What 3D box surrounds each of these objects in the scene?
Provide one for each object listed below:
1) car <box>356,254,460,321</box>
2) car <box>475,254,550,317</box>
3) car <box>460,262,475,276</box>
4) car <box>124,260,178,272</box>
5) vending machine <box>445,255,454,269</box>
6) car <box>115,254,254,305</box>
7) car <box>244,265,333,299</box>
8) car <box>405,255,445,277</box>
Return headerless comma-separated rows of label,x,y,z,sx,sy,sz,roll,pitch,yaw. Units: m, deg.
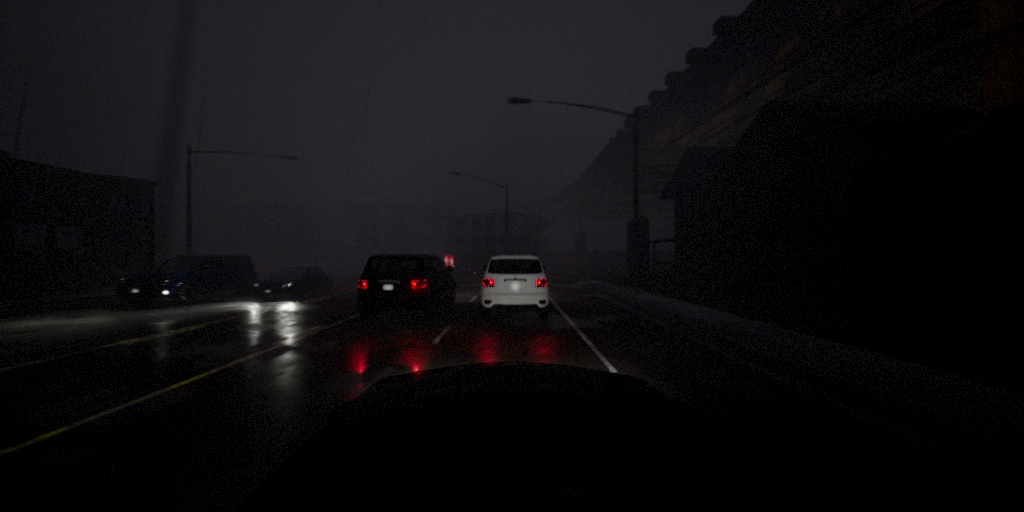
car,-3.411,0.948,12.536,2.150,2.045,5.566,0,0,0
car,0.086,0.946,13.101,2.150,2.045,5.566,0,0,0
car,-4.560,1.278,35.615,1.895,1.301,4.718,0,0,-28
car,-44.076,1.201,43.865,4.892,1.490,1.837,0,0,2
vending machine,-8.713,0.842,49.877,0.880,2.100,1.100,0,0,41
car,-14.102,0.940,16.152,2.150,2.045,5.566,0,0,-1
car,-10.666,1.241,17.879,1.812,1.442,4.674,0,0,-2
car,-8.869,0.898,36.049,2.150,2.045,5.566,0,0,-33
